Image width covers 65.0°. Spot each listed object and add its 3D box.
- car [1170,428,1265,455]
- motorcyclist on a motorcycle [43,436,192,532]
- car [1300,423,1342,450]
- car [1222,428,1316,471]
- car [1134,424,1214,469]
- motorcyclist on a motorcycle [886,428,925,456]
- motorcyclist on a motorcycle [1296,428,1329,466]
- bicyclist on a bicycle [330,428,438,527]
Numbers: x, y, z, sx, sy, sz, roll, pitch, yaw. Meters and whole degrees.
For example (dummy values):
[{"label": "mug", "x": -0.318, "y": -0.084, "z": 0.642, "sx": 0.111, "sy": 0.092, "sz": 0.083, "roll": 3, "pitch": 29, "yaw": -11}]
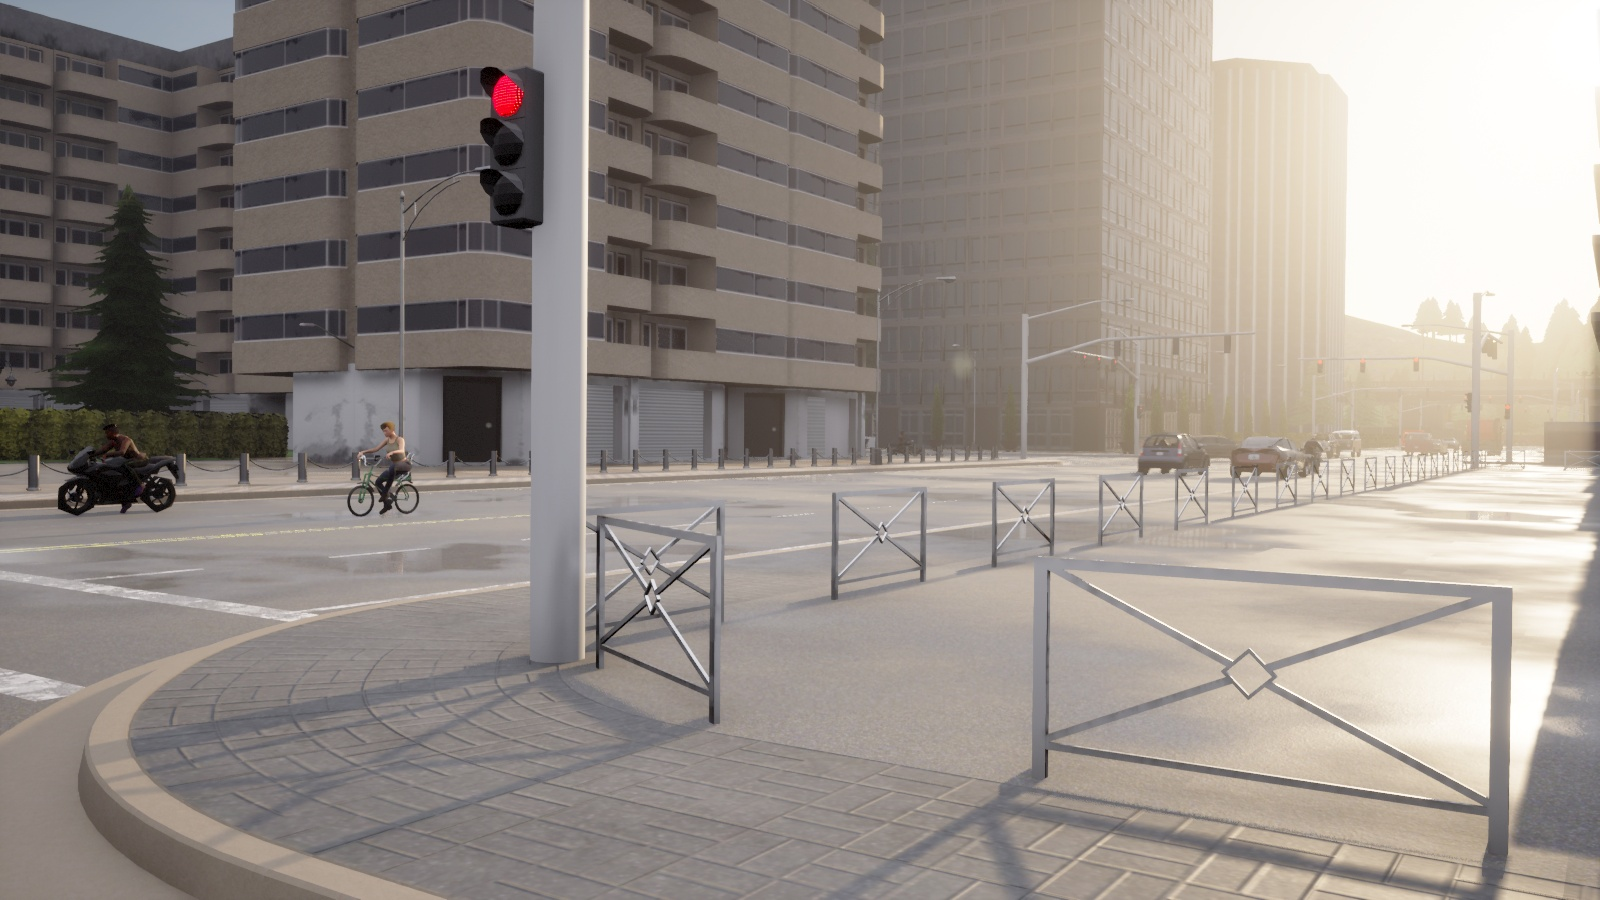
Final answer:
[{"label": "car", "x": 24.199, "y": -0.509, "z": 72.894, "sx": 4.892, "sy": 1.490, "sz": 1.837, "roll": -1, "pitch": 1, "yaw": 0}, {"label": "motorcyclist on a motorcycle", "x": -11.443, "y": 0.529, "z": 21.112, "sx": 0.797, "sy": 1.523, "sz": 2.044, "roll": 0, "pitch": 1, "yaw": 33}, {"label": "car", "x": 36.743, "y": -0.994, "z": 88.571, "sx": 1.932, "sy": 1.855, "sz": 4.605, "roll": 0, "pitch": 1, "yaw": 33}, {"label": "car", "x": 17.073, "y": -0.046, "z": 45.610, "sx": 2.163, "sy": 1.488, "sz": 4.792, "roll": 0, "pitch": 1, "yaw": 33}, {"label": "car", "x": 14.254, "y": -0.151, "z": 47.691, "sx": 1.851, "sy": 1.617, "sz": 3.988, "roll": 0, "pitch": 1, "yaw": 33}, {"label": "motorcyclist on a motorcycle", "x": 6.435, "y": -0.477, "z": 76.551, "sx": 2.350, "sy": 1.649, "sz": 0.766, "roll": 0, "pitch": 1, "yaw": 38}, {"label": "motorcyclist on a motorcycle", "x": 21.191, "y": -0.134, "z": 51.919, "sx": 0.866, "sy": 1.530, "sz": 2.191, "roll": 0, "pitch": 1, "yaw": 33}, {"label": "bicyclist on a bicycle", "x": -7.076, "y": 0.440, "z": 21.409, "sx": 0.866, "sy": 1.612, "sz": 1.509, "roll": 0, "pitch": 1, "yaw": 33}]
